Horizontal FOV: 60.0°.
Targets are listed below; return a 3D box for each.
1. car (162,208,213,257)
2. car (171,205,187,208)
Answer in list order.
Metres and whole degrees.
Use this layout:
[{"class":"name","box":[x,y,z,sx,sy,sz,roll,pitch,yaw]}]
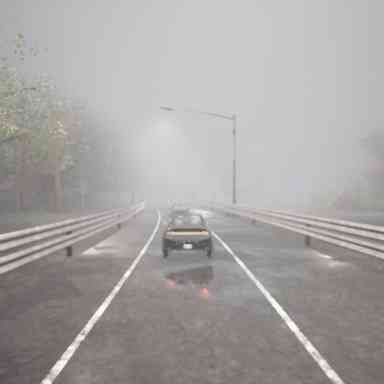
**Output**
[{"class":"car","box":[-0.217,1.633,13.607,2.128,1.511,4.902,0,0,-2]},{"class":"car","box":[-1.104,1.816,29.046,1.812,1.442,4.674,0,0,-4]}]
